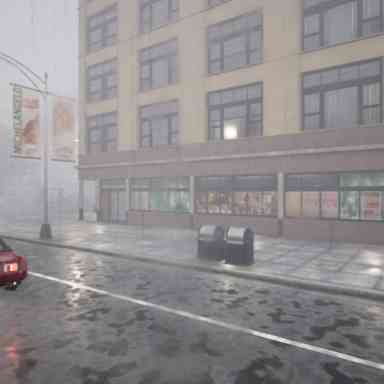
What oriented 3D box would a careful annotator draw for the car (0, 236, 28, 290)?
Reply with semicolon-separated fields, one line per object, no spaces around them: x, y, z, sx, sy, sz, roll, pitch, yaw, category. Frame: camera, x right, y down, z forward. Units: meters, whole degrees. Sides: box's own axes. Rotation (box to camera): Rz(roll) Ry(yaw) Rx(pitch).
-5.678;1.597;8.136;1.895;1.301;4.718;0;0;-42;car
